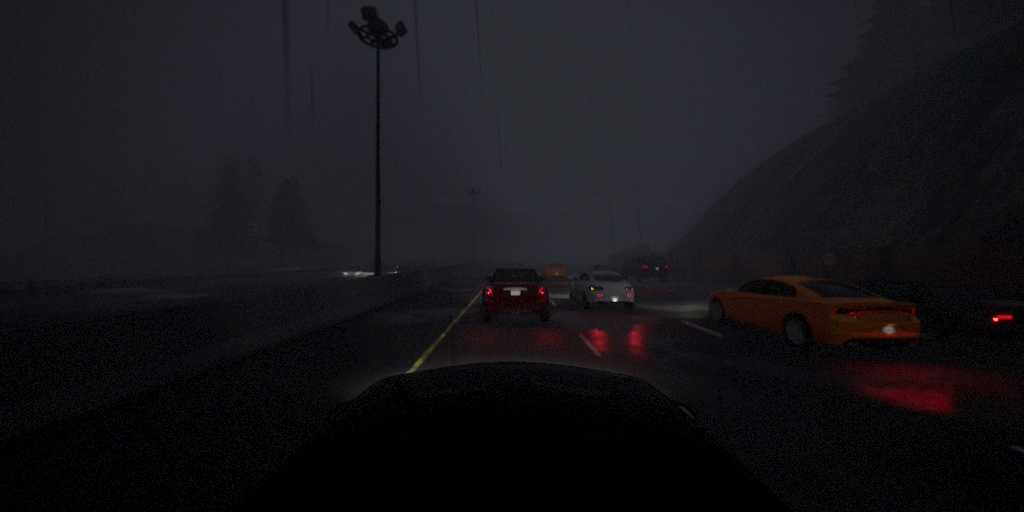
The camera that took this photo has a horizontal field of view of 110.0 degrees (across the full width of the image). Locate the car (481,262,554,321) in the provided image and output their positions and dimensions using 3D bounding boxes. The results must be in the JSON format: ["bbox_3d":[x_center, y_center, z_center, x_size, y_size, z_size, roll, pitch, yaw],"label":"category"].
[{"bbox_3d":[0.106,1.118,12.745,2.097,1.767,4.553,0,0,0],"label":"car"}]

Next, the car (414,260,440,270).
[{"bbox_3d":[-10.527,1.288,45.618,1.882,1.535,5.008,0,0,1],"label":"car"}]

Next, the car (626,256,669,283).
[{"bbox_3d":[10.615,1.013,28.879,2.150,2.045,5.566,0,0,0],"label":"car"}]

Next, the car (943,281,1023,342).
[{"bbox_3d":[10.604,1.311,9.760,2.033,1.411,5.357,0,0,0],"label":"car"}]

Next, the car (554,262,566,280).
[{"bbox_3d":[3.615,1.271,31.336,1.882,1.535,5.008,0,0,0],"label":"car"}]

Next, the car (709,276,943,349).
[{"bbox_3d":[7.104,1.240,9.229,1.882,1.535,5.008,0,0,0],"label":"car"}]

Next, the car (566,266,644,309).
[{"bbox_3d":[3.607,1.295,14.865,1.812,1.442,4.674,0,0,0],"label":"car"}]

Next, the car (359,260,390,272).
[{"bbox_3d":[-17.488,1.301,46.645,2.128,1.511,4.902,0,0,1],"label":"car"}]

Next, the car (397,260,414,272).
[{"bbox_3d":[-13.954,1.321,48.215,1.837,1.490,4.892,0,-1,1],"label":"car"}]

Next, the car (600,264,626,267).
[{"bbox_3d":[7.114,1.390,28.210,1.895,1.301,4.718,0,0,0],"label":"car"}]

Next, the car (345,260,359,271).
[{"bbox_3d":[-20.922,1.291,49.124,1.882,1.535,5.008,0,0,2],"label":"car"}]
